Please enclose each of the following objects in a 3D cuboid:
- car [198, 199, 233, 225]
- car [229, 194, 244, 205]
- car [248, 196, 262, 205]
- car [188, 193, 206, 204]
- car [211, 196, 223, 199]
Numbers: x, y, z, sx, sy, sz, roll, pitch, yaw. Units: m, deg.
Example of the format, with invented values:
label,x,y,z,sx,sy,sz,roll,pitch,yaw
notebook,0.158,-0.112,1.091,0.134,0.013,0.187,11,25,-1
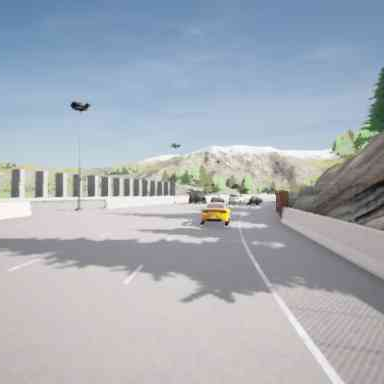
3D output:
label,x,y,z,sx,sy,sz,roll,pitch,yaw
car,1.839,1.507,24.681,1.882,1.535,5.008,0,0,9
car,8.490,1.348,63.683,2.150,2.045,5.566,1,0,20
car,12.053,1.528,63.124,2.097,1.767,4.553,1,0,19
car,1.091,1.246,63.753,2.150,2.045,5.566,1,0,20
car,4.832,1.568,63.701,2.128,1.511,4.902,1,0,19
